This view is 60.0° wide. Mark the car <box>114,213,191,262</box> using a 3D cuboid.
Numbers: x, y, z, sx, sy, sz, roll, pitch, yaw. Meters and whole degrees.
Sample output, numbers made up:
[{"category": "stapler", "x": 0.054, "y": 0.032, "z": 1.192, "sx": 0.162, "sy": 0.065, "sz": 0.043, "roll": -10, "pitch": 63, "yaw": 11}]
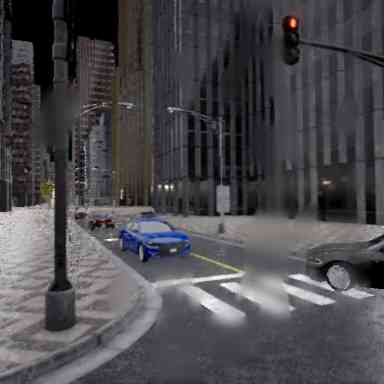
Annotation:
[{"category": "car", "x": -1.726, "y": 1.882, "z": 14.155, "sx": 1.882, "sy": 1.535, "sz": 5.008, "roll": 0, "pitch": -1, "yaw": -25}]

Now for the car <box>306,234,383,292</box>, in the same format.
[{"category": "car", "x": 5.406, "y": 1.631, "z": 8.075, "sx": 5.008, "sy": 1.535, "sz": 1.882, "roll": -2, "pitch": -1, "yaw": 27}]

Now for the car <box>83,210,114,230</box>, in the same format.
[{"category": "car", "x": -7.870, "y": 2.458, "z": 28.532, "sx": 1.895, "sy": 1.301, "sz": 4.718, "roll": 0, "pitch": -2, "yaw": -23}]

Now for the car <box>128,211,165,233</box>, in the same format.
[{"category": "car", "x": -3.711, "y": 2.312, "z": 26.312, "sx": 1.994, "sy": 1.385, "sz": 4.181, "roll": 0, "pitch": -2, "yaw": -21}]

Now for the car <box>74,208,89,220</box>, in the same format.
[{"category": "car", "x": -14.706, "y": 2.840, "z": 44.737, "sx": 1.882, "sy": 1.535, "sz": 5.008, "roll": 0, "pitch": -2, "yaw": -23}]
